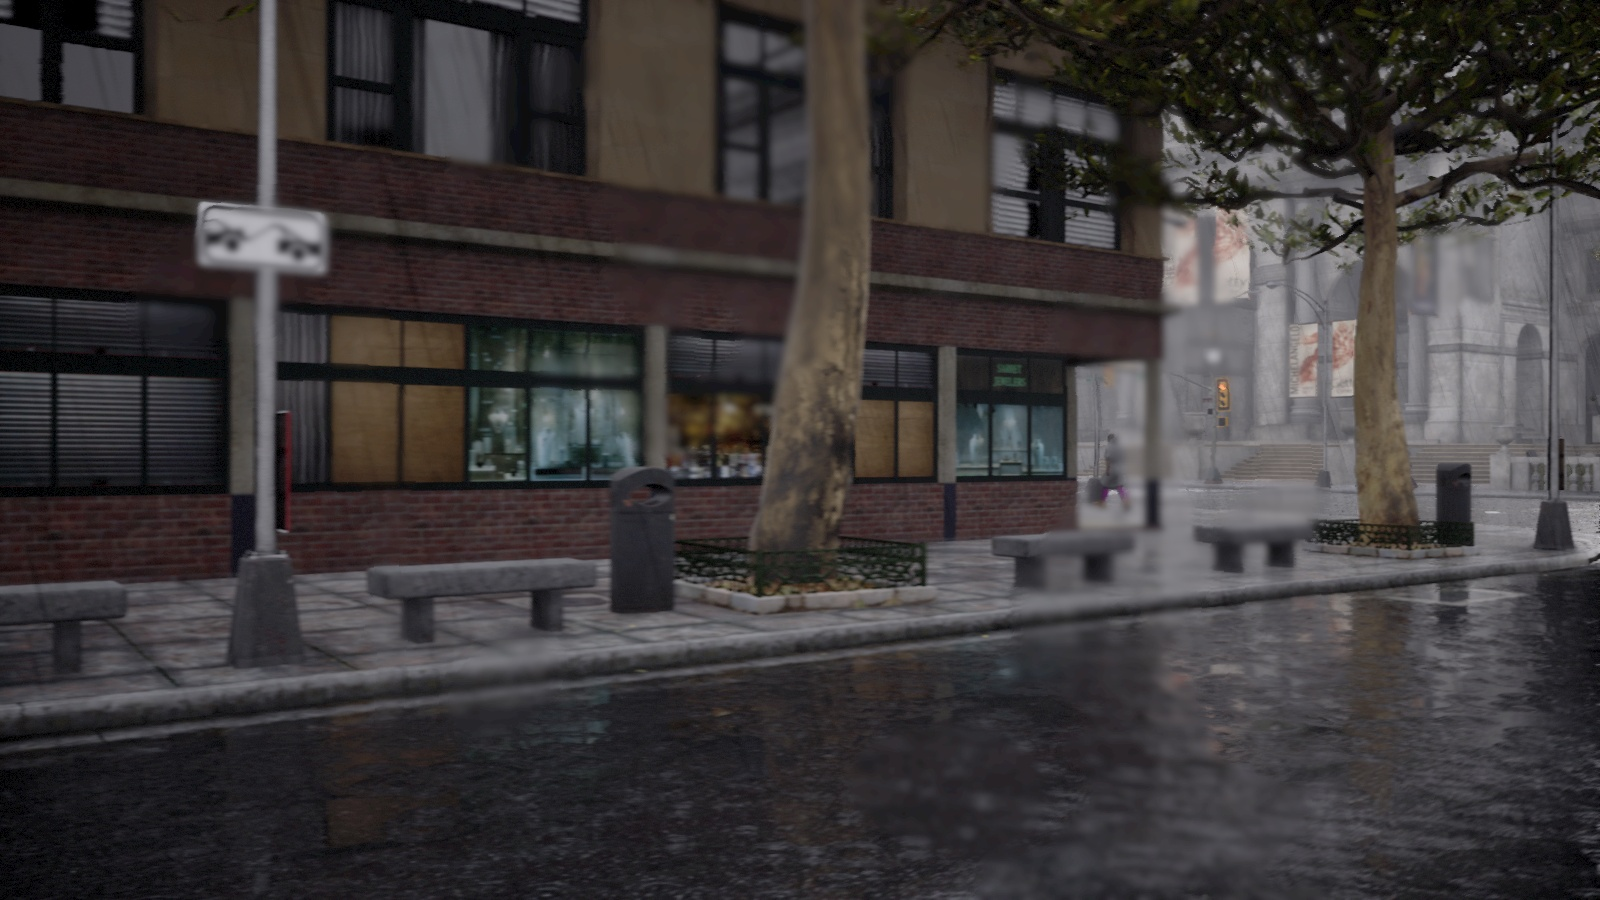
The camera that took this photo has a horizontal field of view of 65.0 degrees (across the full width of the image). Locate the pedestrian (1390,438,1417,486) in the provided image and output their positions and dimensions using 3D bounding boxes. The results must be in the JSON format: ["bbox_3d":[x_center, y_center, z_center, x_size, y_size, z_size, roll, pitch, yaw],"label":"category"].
[{"bbox_3d":[22.953,0.470,47.754,0.328,1.805,0.869,0,0,-44],"label":"pedestrian"}]

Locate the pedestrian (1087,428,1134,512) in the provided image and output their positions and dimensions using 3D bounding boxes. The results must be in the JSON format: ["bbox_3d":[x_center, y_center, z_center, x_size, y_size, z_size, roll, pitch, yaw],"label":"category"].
[{"bbox_3d":[7.313,0.459,29.599,0.659,1.952,0.873,0,0,-29],"label":"pedestrian"}]
